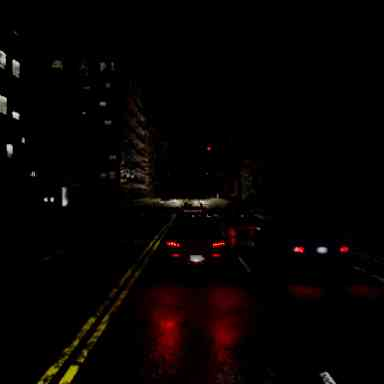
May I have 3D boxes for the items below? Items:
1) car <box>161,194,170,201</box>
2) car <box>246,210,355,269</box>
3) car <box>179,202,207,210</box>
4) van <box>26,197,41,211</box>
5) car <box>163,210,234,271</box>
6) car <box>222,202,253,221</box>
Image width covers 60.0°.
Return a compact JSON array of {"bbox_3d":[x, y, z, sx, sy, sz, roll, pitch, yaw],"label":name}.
[{"bbox_3d":[-6.503,1.369,81.566,2.097,1.767,4.553,0,0,0],"label":"car"},{"bbox_3d":[3.350,1.544,11.078,2.033,1.411,5.357,0,0,0],"label":"car"},{"bbox_3d":[0.094,1.485,24.870,2.128,1.511,4.902,0,0,0],"label":"car"},{"bbox_3d":[-22.731,1.597,45.204,3.998,1.788,1.690,-1,1,-1],"label":"van"},{"bbox_3d":[0.092,1.522,10.747,1.812,1.442,4.674,0,0,0],"label":"car"},{"bbox_3d":[3.352,1.472,25.052,1.882,1.535,5.008,0,0,-1],"label":"car"}]
